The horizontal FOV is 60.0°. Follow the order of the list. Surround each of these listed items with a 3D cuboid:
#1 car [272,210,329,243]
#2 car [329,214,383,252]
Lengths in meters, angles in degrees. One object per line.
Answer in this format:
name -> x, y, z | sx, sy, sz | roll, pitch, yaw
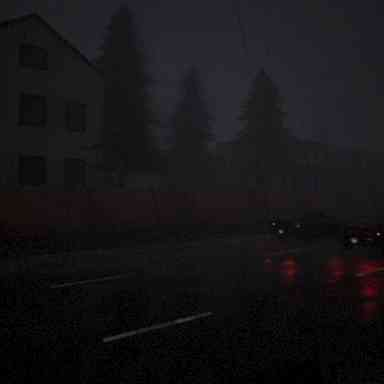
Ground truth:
car -> 6.013, 1.657, 16.723 | 4.674, 1.442, 1.812 | 0, 0, -35
car -> 8.010, 1.657, 13.849 | 4.674, 1.442, 1.812 | 0, 0, -35
